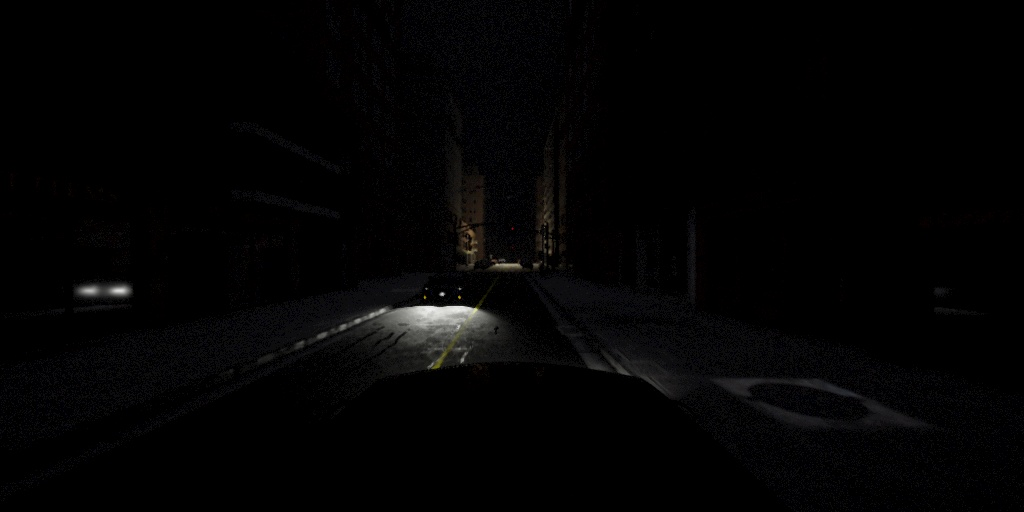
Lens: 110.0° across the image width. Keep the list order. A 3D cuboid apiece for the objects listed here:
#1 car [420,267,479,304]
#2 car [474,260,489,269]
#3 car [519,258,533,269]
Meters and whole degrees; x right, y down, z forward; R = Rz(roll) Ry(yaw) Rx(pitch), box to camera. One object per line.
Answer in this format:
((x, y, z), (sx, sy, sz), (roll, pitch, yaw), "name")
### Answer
((-2.851, 1.379, 16.640), (1.994, 1.385, 4.181), (0, 0, 0), "car")
((-5.405, 1.560, 60.947), (1.948, 1.339, 4.313), (0, 0, 0), "car")
((2.620, 1.545, 60.950), (2.007, 1.370, 4.403), (0, 0, 0), "car")
